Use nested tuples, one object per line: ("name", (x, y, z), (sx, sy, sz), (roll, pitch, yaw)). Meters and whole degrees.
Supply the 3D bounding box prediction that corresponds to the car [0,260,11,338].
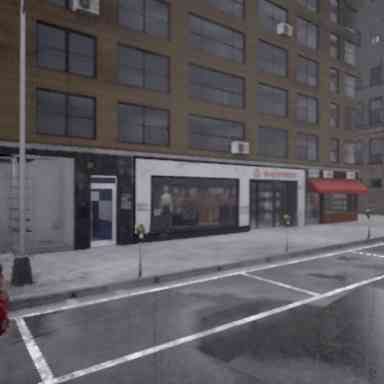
("car", (-4.682, 1.325, 3.412), (5.009, 1.841, 2.192), (0, 1, -36))
